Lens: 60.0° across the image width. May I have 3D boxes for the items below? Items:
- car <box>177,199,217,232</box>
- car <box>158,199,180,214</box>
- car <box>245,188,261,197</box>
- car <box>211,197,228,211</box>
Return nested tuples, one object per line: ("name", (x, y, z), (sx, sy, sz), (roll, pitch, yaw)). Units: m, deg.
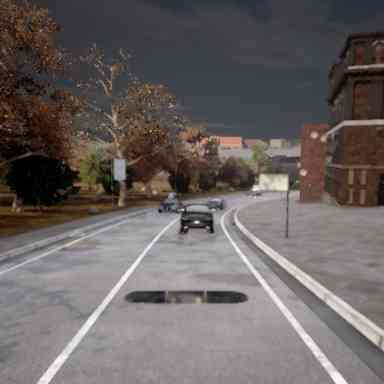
("car", (0.373, 1.444, 20.075), (1.882, 1.535, 5.008), (0, 0, 3))
("car", (-1.974, 1.376, 32.484), (1.994, 1.385, 4.181), (1, 1, 10))
("car", (12.909, -0.009, 70.137), (2.097, 1.767, 4.553), (4, 4, 33))
("car", (2.922, 1.297, 38.247), (1.812, 1.442, 4.674), (1, 1, 13))
